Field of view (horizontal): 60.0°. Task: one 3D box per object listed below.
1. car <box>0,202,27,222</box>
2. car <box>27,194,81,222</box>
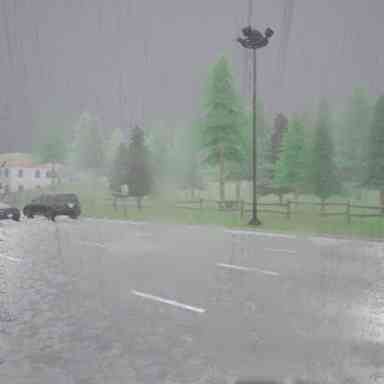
[{"bbox_3d":[-14.290,1.456,24.325,4.674,1.442,1.812,0,0,38],"label":"car"},{"bbox_3d":[-11.051,1.145,26.252,5.566,2.045,2.150,0,0,38],"label":"car"}]
